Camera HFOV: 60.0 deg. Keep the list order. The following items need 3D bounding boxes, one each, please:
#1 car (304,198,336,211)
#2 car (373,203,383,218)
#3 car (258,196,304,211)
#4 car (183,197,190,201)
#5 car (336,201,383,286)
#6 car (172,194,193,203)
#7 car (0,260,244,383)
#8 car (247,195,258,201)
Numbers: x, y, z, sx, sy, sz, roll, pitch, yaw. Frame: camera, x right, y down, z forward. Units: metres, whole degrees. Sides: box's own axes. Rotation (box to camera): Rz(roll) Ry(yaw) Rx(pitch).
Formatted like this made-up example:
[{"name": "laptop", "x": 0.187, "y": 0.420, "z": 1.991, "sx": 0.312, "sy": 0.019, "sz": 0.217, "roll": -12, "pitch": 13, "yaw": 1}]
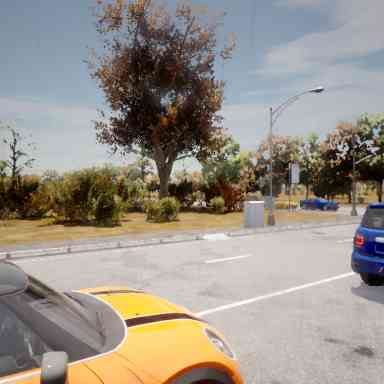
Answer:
[{"name": "car", "x": 15.624, "y": 1.477, "z": 41.075, "sx": 1.882, "sy": 1.535, "sz": 5.008, "roll": 0, "pitch": 0, "yaw": -32}, {"name": "car", "x": 17.283, "y": 1.601, "z": 27.690, "sx": 1.895, "sy": 1.301, "sz": 4.718, "roll": 0, "pitch": 0, "yaw": 0}, {"name": "car", "x": 11.051, "y": 1.476, "z": 41.761, "sx": 1.882, "sy": 1.535, "sz": 5.008, "roll": 0, "pitch": 0, "yaw": -32}, {"name": "car", "x": -2.054, "y": 1.518, "z": 61.880, "sx": 1.895, "sy": 1.301, "sz": 4.718, "roll": 0, "pitch": 0, "yaw": -34}, {"name": "car", "x": 6.170, "y": 1.221, "z": 8.152, "sx": 5.566, "sy": 2.045, "sz": 2.150, "roll": 0, "pitch": 0, "yaw": -35}, {"name": "car", "x": -2.031, "y": 1.234, "z": 68.017, "sx": 2.097, "sy": 1.767, "sz": 4.553, "roll": 0, "pitch": 1, "yaw": -35}, {"name": "car", "x": -1.735, "y": 1.352, "z": 2.508, "sx": 4.553, "sy": 1.767, "sz": 2.097, "roll": 0, "pitch": 0, "yaw": -35}, {"name": "car", "x": 10.056, "y": 1.344, "z": 49.839, "sx": 2.097, "sy": 1.767, "sz": 4.553, "roll": 0, "pitch": 0, "yaw": -33}]
